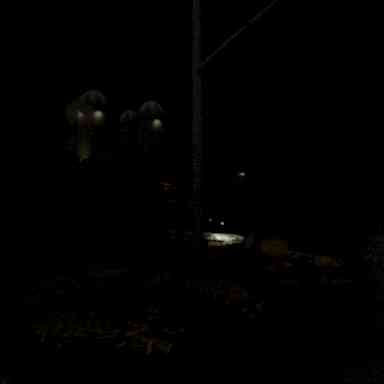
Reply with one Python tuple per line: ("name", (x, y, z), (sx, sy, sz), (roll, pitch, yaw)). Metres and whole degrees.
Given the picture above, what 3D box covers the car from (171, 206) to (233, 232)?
("car", (0.493, 1.521, 19.642), (1.994, 1.385, 4.181), (0, 0, -35))
